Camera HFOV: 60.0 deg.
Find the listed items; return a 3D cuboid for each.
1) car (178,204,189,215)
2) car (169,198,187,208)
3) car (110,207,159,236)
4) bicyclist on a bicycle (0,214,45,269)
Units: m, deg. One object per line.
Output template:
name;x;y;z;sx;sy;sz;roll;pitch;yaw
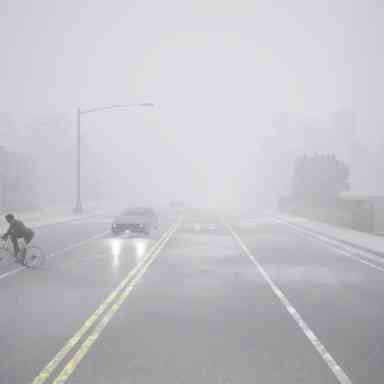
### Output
car;-1.553;3.492;64.743;1.837;1.490;4.892;0;-11;2
car;-2.110;1.616;48.366;1.994;1.385;4.181;1;-1;2
car;-3.058;1.547;18.883;2.033;1.411;5.357;0;0;2
bicyclist on a bicycle;-5.095;1.455;9.639;1.656;1.620;0.582;-2;0;2
